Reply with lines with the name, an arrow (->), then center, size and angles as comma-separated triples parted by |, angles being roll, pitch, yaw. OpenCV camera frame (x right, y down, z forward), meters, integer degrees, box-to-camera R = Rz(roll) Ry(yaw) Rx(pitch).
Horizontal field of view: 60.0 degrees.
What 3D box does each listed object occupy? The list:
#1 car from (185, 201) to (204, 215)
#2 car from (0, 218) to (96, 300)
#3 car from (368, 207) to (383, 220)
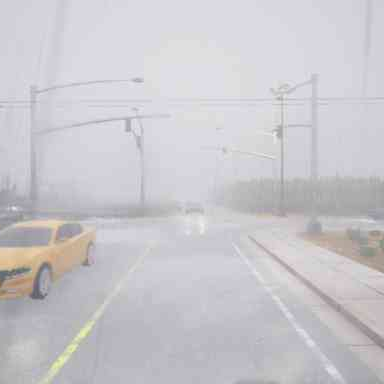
car -> 0.197, 1.642, 34.550 | 1.895, 1.301, 4.718 | 0, 0, -3
car -> -4.008, 1.494, 8.648 | 1.882, 1.535, 5.008 | -1, 0, 1
car -> 16.587, 1.601, 26.810 | 4.181, 1.385, 1.994 | 0, 0, -2
